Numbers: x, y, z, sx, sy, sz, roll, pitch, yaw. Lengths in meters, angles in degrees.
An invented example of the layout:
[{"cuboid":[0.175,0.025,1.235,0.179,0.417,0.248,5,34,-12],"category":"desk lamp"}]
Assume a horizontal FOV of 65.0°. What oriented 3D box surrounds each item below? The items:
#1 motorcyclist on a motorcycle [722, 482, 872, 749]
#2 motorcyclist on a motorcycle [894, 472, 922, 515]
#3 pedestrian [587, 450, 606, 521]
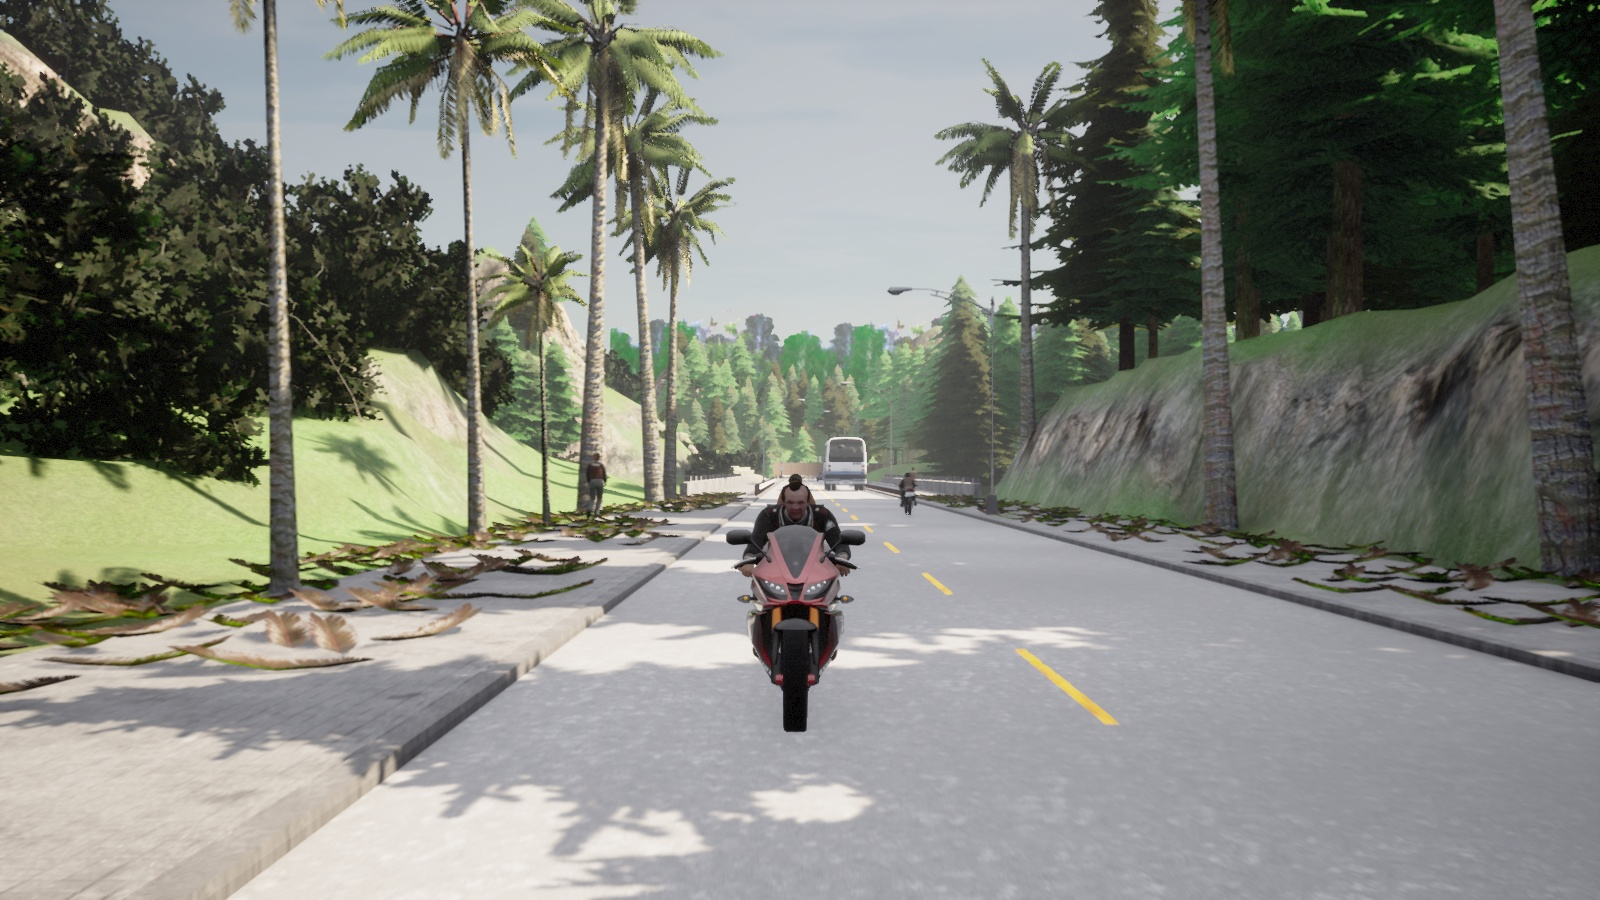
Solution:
[{"cuboid":[-0.022,0.991,8.414,0.866,1.530,2.191,0,-1,0],"category":"motorcyclist on a motorcycle"},{"cuboid":[3.848,1.532,44.860,0.797,1.523,2.044,0,-1,0],"category":"motorcyclist on a motorcycle"},{"cuboid":[-5.622,0.983,34.759,0.402,1.930,0.666,0,-1,2],"category":"pedestrian"}]
